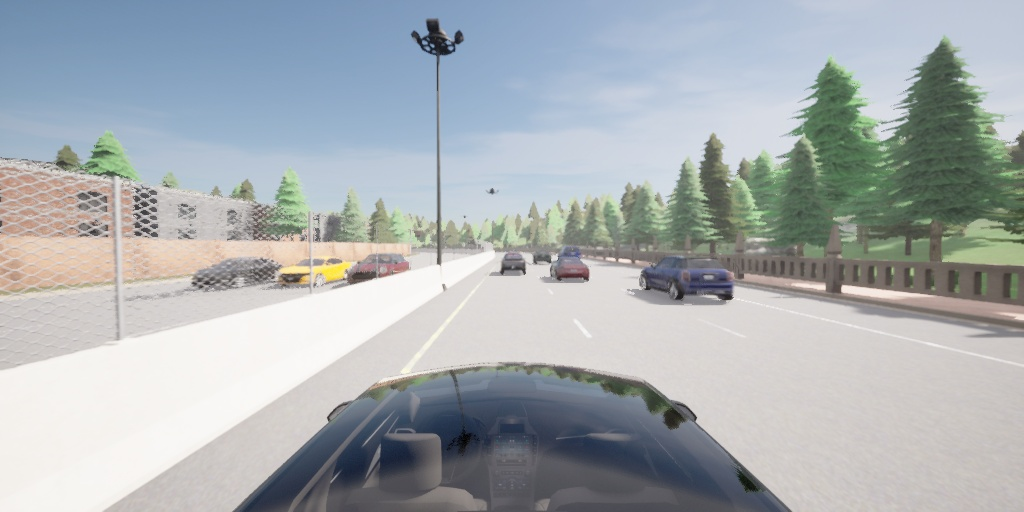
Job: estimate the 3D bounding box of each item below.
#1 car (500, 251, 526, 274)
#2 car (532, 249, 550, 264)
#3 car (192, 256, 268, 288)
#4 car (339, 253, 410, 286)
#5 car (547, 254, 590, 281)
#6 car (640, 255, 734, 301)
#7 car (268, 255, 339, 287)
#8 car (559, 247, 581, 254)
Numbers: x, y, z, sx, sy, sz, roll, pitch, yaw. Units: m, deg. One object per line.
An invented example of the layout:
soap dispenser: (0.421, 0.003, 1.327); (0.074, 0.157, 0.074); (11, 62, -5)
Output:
car: (0.100, 0.538, 28.220); (2.128, 1.511, 4.902); (0, 2, 0)
car: (3.598, -0.009, 43.495); (2.097, 1.767, 4.553); (0, 1, 0)
car: (-14.099, 0.799, 18.853); (1.837, 1.490, 4.892); (0, 2, 0)
car: (-7.099, 0.630, 19.465); (2.097, 1.767, 4.553); (0, 2, 0)
car: (3.598, 0.754, 22.783); (1.994, 1.385, 4.181); (0, 2, 0)
car: (7.100, 0.746, 15.066); (2.097, 1.767, 4.553); (0, 1, 0)
car: (-10.600, 0.750, 19.651); (1.882, 1.535, 5.008); (0, 2, 0)
car: (7.097, -0.162, 44.418); (2.150, 2.045, 5.566); (0, 2, 0)
